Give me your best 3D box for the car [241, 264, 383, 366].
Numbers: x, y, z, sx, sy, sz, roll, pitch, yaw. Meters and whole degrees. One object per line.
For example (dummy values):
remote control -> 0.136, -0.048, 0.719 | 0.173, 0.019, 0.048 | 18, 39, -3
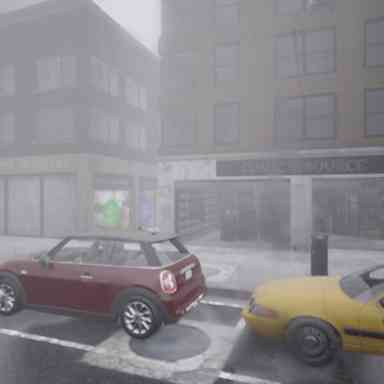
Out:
car -> 3.137, 1.524, 4.501 | 4.829, 1.417, 1.752 | 0, 0, 21

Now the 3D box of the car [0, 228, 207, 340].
car -> -1.874, 1.439, 6.387 | 4.097, 1.590, 1.967 | 0, 0, 21
